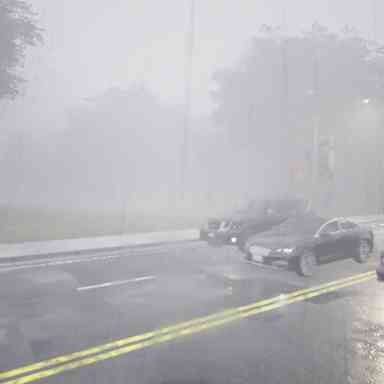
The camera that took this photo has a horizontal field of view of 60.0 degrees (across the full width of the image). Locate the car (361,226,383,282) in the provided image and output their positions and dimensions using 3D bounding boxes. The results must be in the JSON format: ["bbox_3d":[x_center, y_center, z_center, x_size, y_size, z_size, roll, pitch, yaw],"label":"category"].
[{"bbox_3d":[6.591,1.551,8.142,5.357,1.411,2.033,0,0,-36],"label":"car"}]

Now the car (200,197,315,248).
[{"bbox_3d":[2.957,1.226,13.741,5.566,2.045,2.150,0,0,-36],"label":"car"}]

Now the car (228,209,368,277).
[{"bbox_3d":[3.746,1.494,10.309,4.902,1.511,2.128,0,0,-35],"label":"car"}]
